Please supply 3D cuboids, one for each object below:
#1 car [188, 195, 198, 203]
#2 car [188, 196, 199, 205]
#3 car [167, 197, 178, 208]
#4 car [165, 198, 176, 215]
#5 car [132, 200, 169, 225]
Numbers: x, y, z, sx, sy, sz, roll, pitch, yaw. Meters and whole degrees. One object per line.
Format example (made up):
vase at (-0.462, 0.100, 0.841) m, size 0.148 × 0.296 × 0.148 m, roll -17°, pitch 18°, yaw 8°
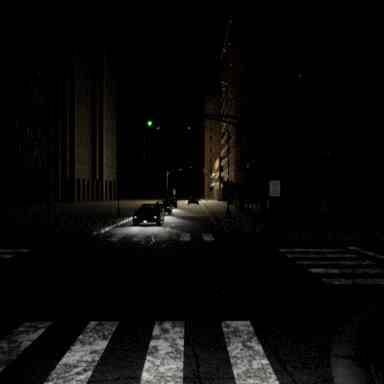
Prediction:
car at (0.218, 1.492, 67.800) m, size 1.882 × 1.535 × 5.008 m, roll 0°, pitch 0°, yaw 0°
car at (0.204, 1.539, 57.891) m, size 1.812 × 1.442 × 4.674 m, roll 0°, pitch 0°, yaw 0°
car at (-3.008, 1.504, 46.557) m, size 2.128 × 1.511 × 4.902 m, roll 0°, pitch 0°, yaw 0°
car at (-3.044, 1.610, 34.601) m, size 1.895 × 1.301 × 4.718 m, roll 0°, pitch 0°, yaw 0°
car at (-3.057, 1.554, 24.393) m, size 2.033 × 1.411 × 5.357 m, roll 0°, pitch 0°, yaw 0°
